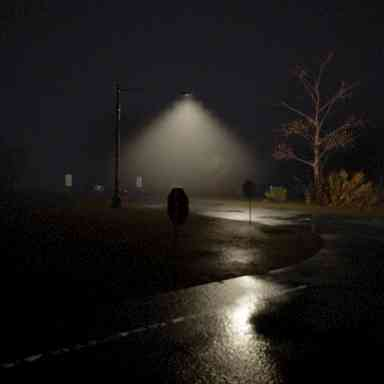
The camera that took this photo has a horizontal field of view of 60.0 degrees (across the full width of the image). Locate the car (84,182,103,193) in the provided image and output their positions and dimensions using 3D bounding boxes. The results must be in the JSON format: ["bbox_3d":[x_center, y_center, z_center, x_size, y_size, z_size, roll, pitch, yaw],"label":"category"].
[{"bbox_3d":[-17.666,-0.806,59.841,2.150,2.045,5.566,0,2,-36],"label":"car"}]

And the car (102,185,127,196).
[{"bbox_3d":[-11.853,-0.105,51.714,1.895,1.301,4.718,0,2,-36],"label":"car"}]
